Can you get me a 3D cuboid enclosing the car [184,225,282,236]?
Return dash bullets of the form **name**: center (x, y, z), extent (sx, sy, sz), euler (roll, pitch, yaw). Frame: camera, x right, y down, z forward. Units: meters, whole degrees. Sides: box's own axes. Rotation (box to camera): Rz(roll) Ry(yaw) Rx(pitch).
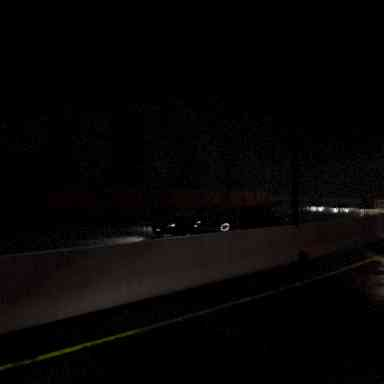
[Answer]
- **car**: center (2.139, 1.414, 15.145), extent (4.553, 1.767, 2.097), euler (0, 0, -43)
